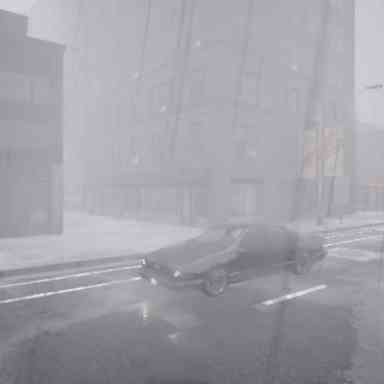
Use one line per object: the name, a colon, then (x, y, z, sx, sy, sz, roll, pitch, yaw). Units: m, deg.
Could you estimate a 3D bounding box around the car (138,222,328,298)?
car: (1.339, 1.518, 8.677, 5.357, 1.411, 2.033, 0, 0, -36)
